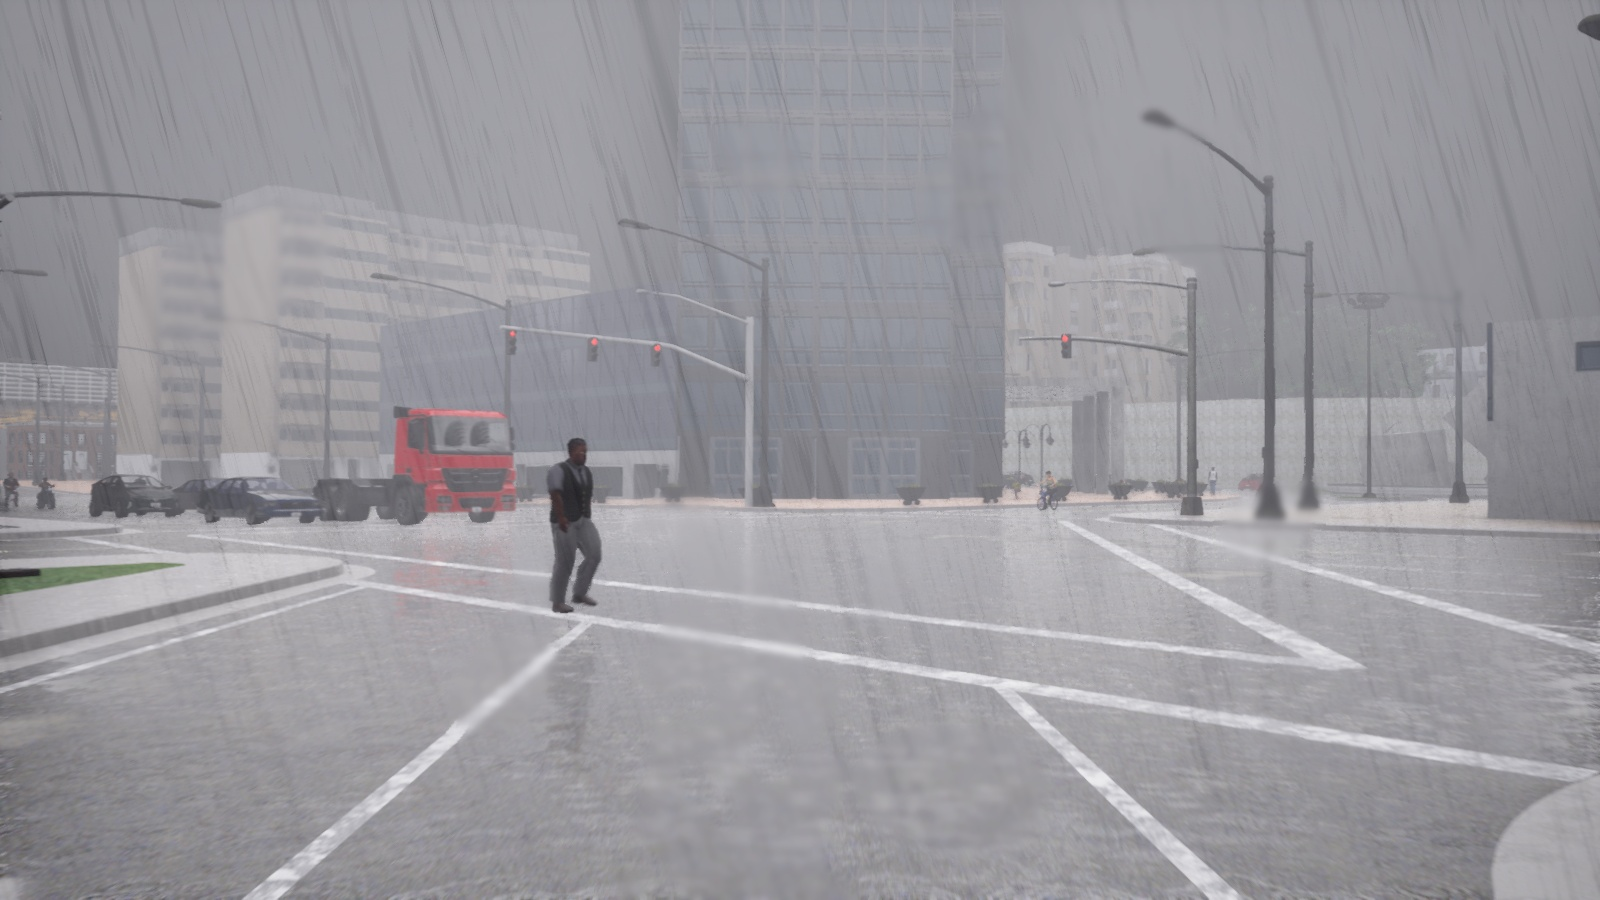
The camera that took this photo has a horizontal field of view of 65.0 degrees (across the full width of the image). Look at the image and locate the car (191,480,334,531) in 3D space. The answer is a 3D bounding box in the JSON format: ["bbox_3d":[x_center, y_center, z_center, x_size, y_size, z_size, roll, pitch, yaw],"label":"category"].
[{"bbox_3d":[-16.257,1.630,37.851,5.357,1.411,2.033,-2,-2,44],"label":"car"}]

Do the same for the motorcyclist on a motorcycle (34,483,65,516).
[{"bbox_3d":[-37.887,2.483,63.377,2.350,1.649,0.766,-2,-2,44],"label":"motorcyclist on a motorcycle"}]

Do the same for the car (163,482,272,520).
[{"bbox_3d":[-22.711,1.975,48.863,5.357,1.411,2.033,-2,-2,44],"label":"car"}]

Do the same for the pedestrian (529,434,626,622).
[{"bbox_3d":[-2.314,0.789,13.054,0.849,1.883,0.563,-1,-1,37],"label":"pedestrian"}]

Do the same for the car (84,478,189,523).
[{"bbox_3d":[-23.875,1.794,45.136,4.514,1.525,2.007,-2,-2,44],"label":"car"}]

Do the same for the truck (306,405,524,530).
[{"bbox_3d":[-12.003,0.582,38.638,7.936,3.462,2.891,-2,-2,44],"label":"truck"}]

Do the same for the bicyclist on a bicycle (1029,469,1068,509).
[{"bbox_3d":[10.153,1.573,51.324,0.866,1.612,1.509,-1,-1,44],"label":"bicyclist on a bicycle"}]

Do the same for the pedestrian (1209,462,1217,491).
[{"bbox_3d":[26.383,1.711,80.207,0.354,1.836,0.706,0,-1,9],"label":"pedestrian"}]
